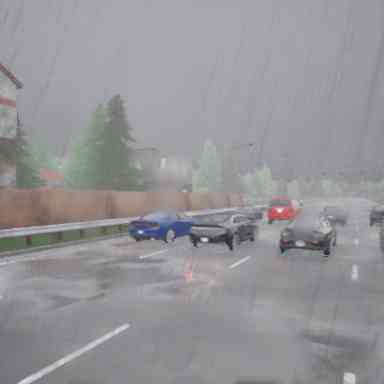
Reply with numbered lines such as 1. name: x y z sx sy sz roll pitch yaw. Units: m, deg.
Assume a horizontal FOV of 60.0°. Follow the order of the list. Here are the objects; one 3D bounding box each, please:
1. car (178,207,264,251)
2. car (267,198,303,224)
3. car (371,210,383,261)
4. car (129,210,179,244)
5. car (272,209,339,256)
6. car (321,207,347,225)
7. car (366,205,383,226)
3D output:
1. car: 1.591 1.670 15.111 2.128 1.511 4.902 0 -1 27
2. car: 7.868 1.543 27.702 2.150 2.045 5.566 0 0 27
3. car: 7.854 1.627 11.984 2.128 1.511 4.902 0 -1 27
4. car: -1.204 1.683 17.327 1.882 1.535 5.008 0 0 27
5. car: 4.901 1.685 13.892 1.812 1.442 4.674 0 -1 27
6. car: 11.361 1.869 26.835 1.994 1.385 4.181 0 -1 27
7. car: 14.557 1.791 25.397 1.837 1.490 4.892 0 0 27
